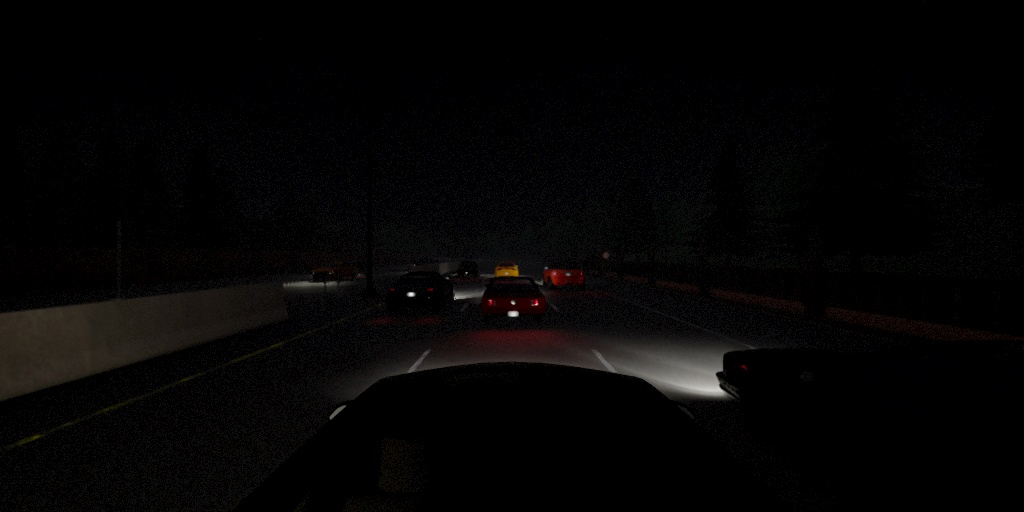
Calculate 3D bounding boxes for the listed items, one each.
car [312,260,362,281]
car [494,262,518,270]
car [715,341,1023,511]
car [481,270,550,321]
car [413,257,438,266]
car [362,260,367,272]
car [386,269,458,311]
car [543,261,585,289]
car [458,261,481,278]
[{"bbox_3d":[-14.677,1.211,29.890,1.882,1.535,5.008,0,0,-1],"label":"car"},{"bbox_3d":[-0.489,1.210,30.580,1.882,1.535,5.008,0,0,-1],"label":"car"},{"bbox_3d":[3.598,1.297,2.229,2.033,1.411,5.357,0,0,0],"label":"car"},{"bbox_3d":[-0.008,1.344,12.358,1.895,1.301,4.718,0,0,-1],"label":"car"},{"bbox_3d":[-11.570,1.074,47.289,2.097,1.767,4.553,0,0,-1],"label":"car"},{"bbox_3d":[-18.454,1.230,42.043,1.837,1.490,4.892,0,0,-1],"label":"car"},{"bbox_3d":[-3.557,1.306,14.477,1.994,1.385,4.181,0,0,-1],"label":"car"},{"bbox_3d":[3.209,1.089,22.972,2.097,1.767,4.553,0,0,-2],"label":"car"},{"bbox_3d":[-4.077,1.235,34.171,1.837,1.490,4.892,0,0,-1],"label":"car"}]
